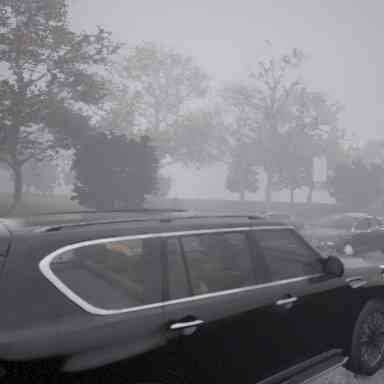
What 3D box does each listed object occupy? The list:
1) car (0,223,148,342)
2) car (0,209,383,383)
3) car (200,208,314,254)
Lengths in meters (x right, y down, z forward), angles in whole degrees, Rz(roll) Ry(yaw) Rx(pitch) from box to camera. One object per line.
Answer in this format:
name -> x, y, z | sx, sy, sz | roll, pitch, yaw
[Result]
car -> -3.448, 1.486, 5.762 | 5.008, 1.535, 1.882 | 0, 0, -35
car -> 0.205, 1.233, 3.922 | 5.566, 2.045, 2.150 | 0, 0, -36
car -> 2.958, 1.554, 14.667 | 4.902, 1.511, 2.128 | 1, 0, -36
